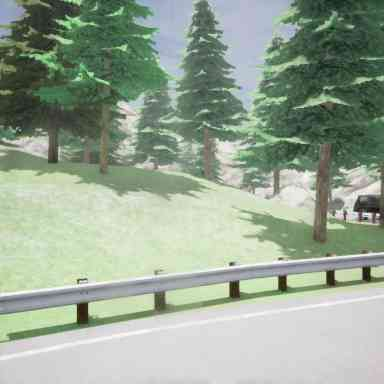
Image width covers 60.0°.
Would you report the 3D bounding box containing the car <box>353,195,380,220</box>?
[{"bbox_3d":[15.134,1.237,25.556,2.150,2.045,5.566,0,0,-21],"label":"car"}]
